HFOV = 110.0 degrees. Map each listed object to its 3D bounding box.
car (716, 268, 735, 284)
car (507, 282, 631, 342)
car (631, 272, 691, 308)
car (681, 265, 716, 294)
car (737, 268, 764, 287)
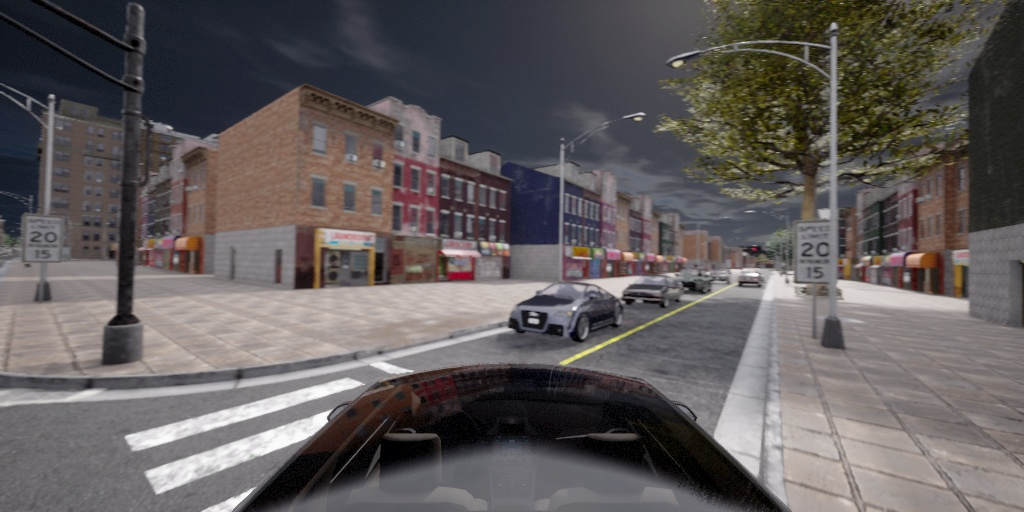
[{"bbox_3d":[22.211,2.173,38.344,1.994,1.385,4.181,0,-1,36],"label":"car"},{"bbox_3d":[1.709,1.468,10.452,1.994,1.385,4.181,0,-1,36],"label":"car"},{"bbox_3d":[7.177,1.665,17.933,2.033,1.411,5.357,0,-1,36],"label":"car"},{"bbox_3d":[13.018,1.698,25.921,2.097,1.767,4.553,0,-1,36],"label":"car"},{"bbox_3d":[23.125,2.213,34.825,2.033,1.411,5.357,0,-1,36],"label":"car"}]
